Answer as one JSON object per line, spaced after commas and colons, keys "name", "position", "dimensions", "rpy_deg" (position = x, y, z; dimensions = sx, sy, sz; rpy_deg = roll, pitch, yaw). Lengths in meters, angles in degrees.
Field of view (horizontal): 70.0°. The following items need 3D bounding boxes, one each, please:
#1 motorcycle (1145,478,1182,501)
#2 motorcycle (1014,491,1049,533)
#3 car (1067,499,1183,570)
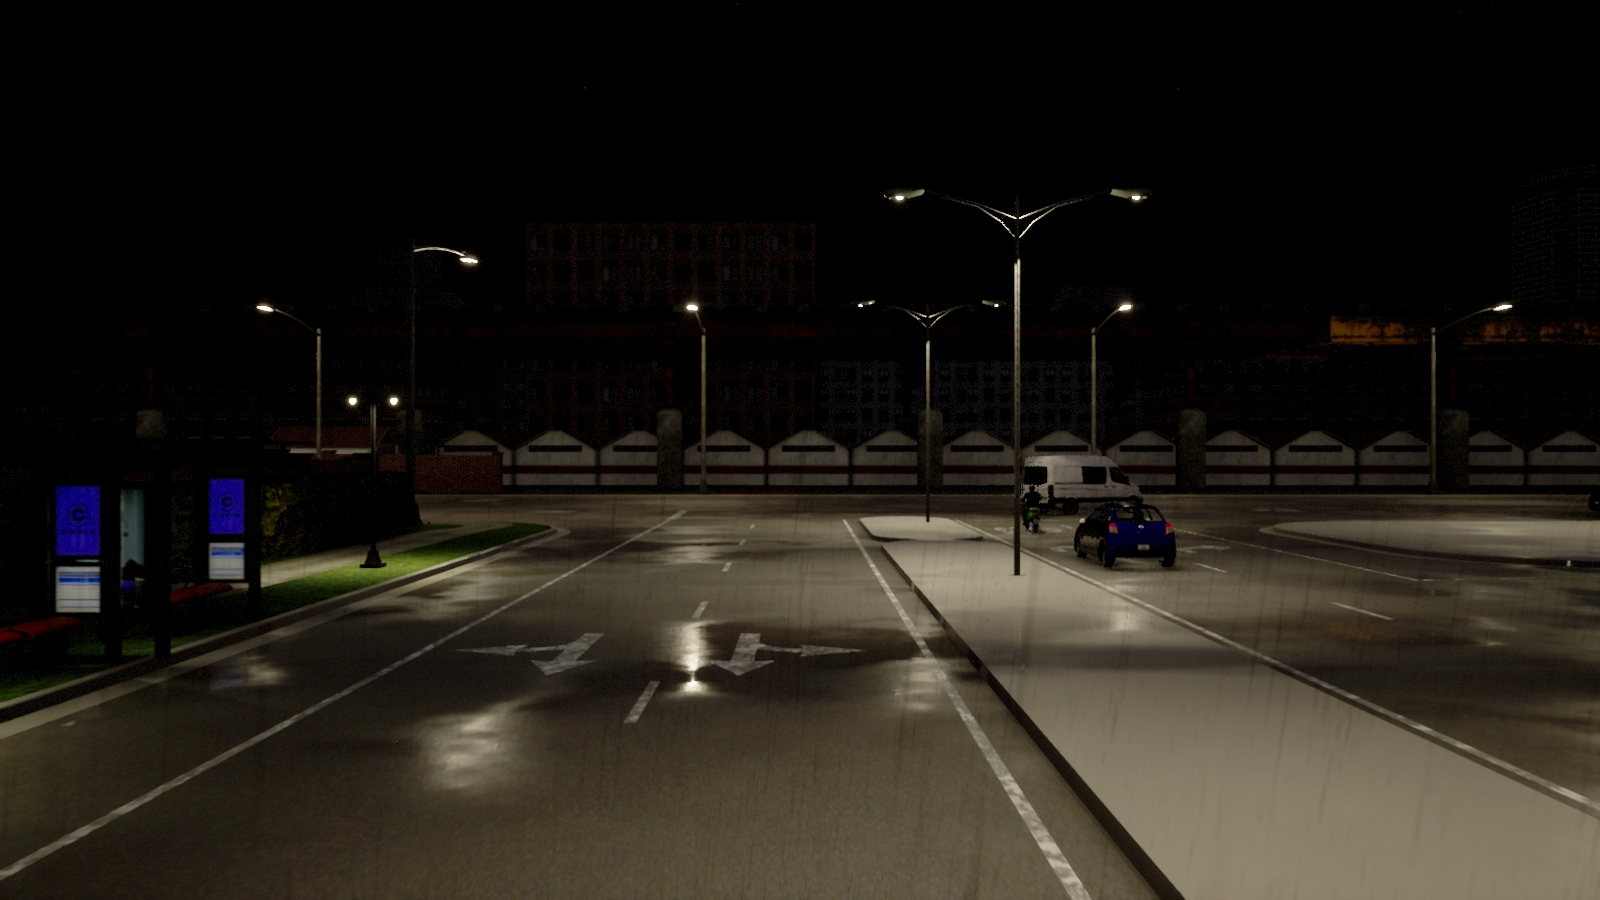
{"name": "motorcycle", "position": [20.055, 2.193, 63.037], "dimensions": [1.805, 1.236, 0.856], "rpy_deg": [0, 0, 0]}
{"name": "motorcycle", "position": [7.998, 2.136, 39.545], "dimensions": [0.856, 1.341, 1.805], "rpy_deg": [0, 0, 0]}
{"name": "car", "position": [8.006, 2.043, 28.448], "dimensions": [1.845, 1.501, 3.633], "rpy_deg": [0, 0, 0]}
